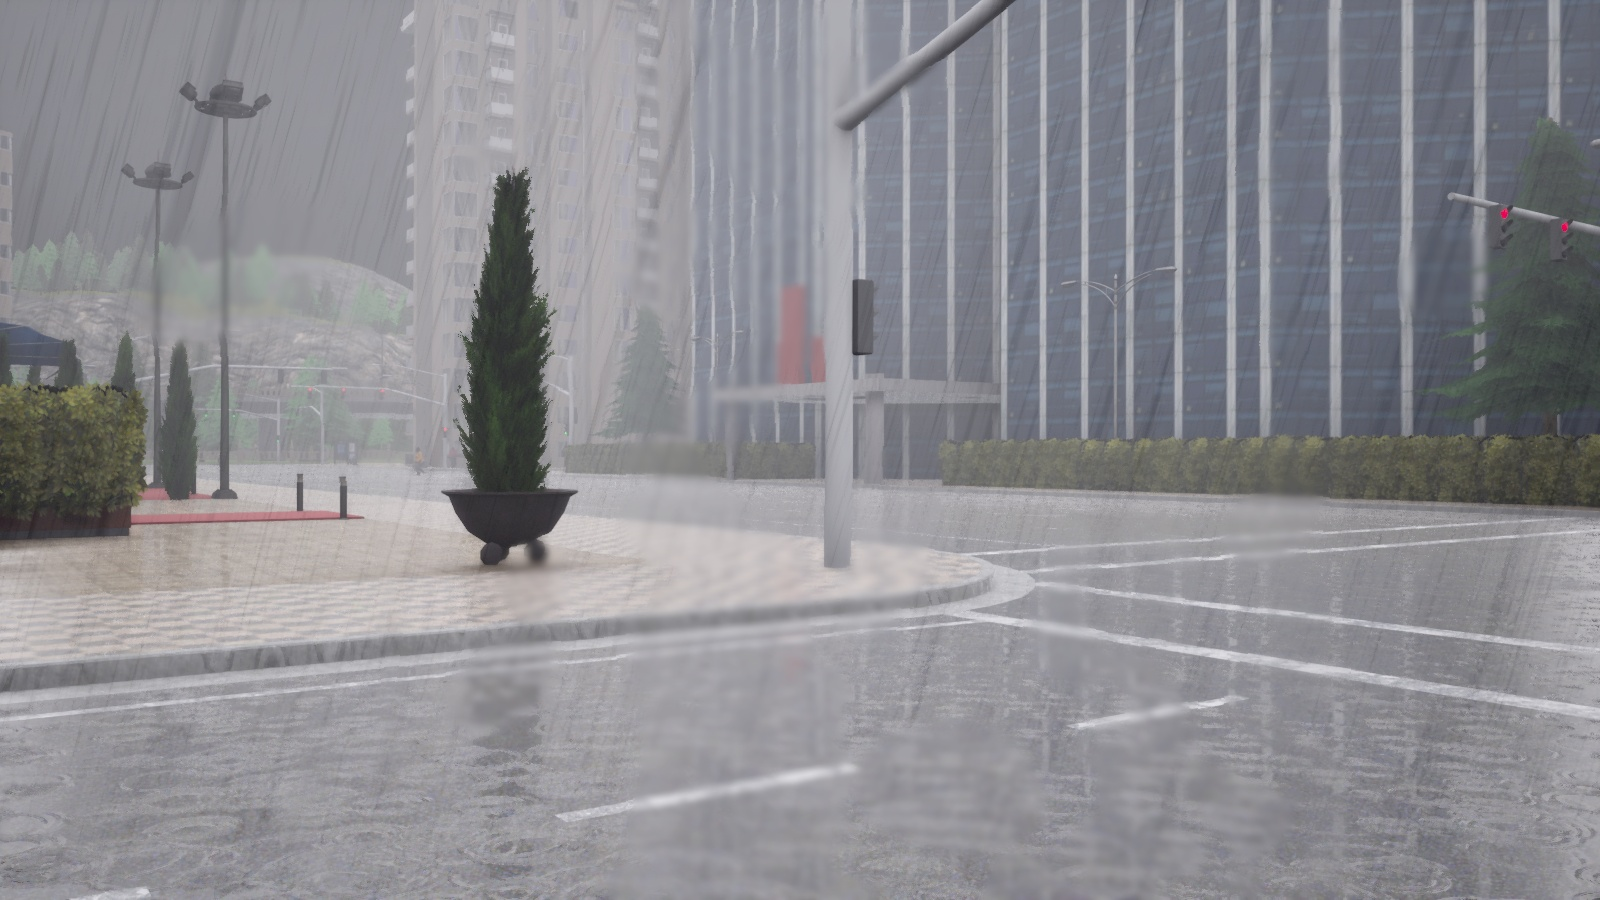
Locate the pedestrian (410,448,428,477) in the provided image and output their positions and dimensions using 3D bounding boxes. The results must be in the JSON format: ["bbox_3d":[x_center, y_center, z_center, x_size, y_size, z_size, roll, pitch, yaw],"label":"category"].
[{"bbox_3d":[-23.992,0.790,79.087,0.900,1.855,0.874,0,0,-35],"label":"pedestrian"}]
